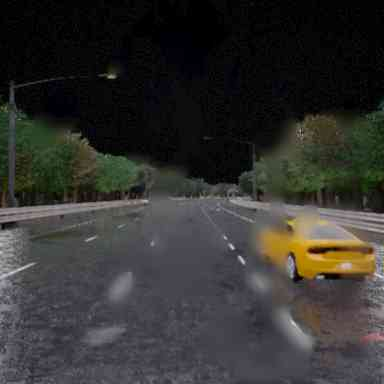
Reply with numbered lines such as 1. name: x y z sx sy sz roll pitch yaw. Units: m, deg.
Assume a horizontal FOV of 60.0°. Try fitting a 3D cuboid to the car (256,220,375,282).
1. car: 3.454 1.595 10.196 1.882 1.535 5.008 1 -1 -3
